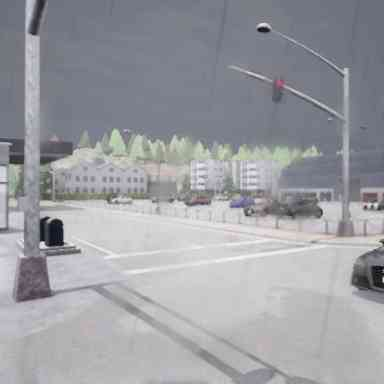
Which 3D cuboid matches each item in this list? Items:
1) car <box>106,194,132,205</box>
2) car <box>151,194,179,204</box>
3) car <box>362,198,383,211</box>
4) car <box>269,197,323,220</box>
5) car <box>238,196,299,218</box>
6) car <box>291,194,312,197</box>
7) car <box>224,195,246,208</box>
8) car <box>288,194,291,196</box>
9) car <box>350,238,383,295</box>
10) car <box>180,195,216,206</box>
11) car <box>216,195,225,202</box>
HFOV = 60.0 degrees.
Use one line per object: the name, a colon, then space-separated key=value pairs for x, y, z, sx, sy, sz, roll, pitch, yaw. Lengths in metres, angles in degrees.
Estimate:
car: x=-12.451 y=1.463 z=58.147 sx=3.806 sy=1.475 sz=1.970 roll=0 pitch=0 yaw=-35
car: x=-5.486 y=1.227 z=62.984 sx=4.605 sy=1.855 sz=1.932 roll=0 pitch=0 yaw=-35
car: x=22.469 y=1.531 z=40.410 sx=3.806 sy=1.475 sz=1.970 roll=0 pitch=0 yaw=-35
car: x=8.829 y=1.423 z=27.397 sx=4.514 sy=1.523 sz=2.007 roll=0 pitch=0 yaw=-35
car: x=7.008 y=1.416 z=29.952 sx=5.027 sy=1.636 sz=2.152 roll=0 pitch=0 yaw=-35
car: x=19.853 y=1.277 z=57.549 sx=4.605 sy=1.855 sz=1.932 roll=0 pitch=0 yaw=-35
car: x=6.616 y=1.436 z=44.061 sx=3.633 sy=1.501 sz=1.845 roll=0 pitch=0 yaw=-35
car: x=17.867 y=1.257 z=59.710 sx=3.866 sy=1.878 sz=1.905 roll=0 pitch=0 yaw=-35
car: x=5.572 y=1.596 z=7.750 sx=4.181 sy=1.385 sz=1.994 roll=0 pitch=0 yaw=-35
car: x=0.988 y=1.419 z=52.318 sx=4.514 sy=1.523 sz=2.007 roll=0 pitch=0 yaw=-35
car: x=6.711 y=1.420 z=75.354 sx=3.806 sy=1.475 sz=1.970 roll=0 pitch=0 yaw=-35
